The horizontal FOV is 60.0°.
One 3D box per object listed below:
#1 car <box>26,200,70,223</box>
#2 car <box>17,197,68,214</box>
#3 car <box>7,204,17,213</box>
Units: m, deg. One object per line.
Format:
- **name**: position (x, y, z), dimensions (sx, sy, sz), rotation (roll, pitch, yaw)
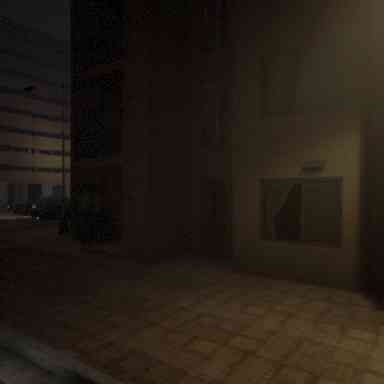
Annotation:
- **car**: position (-9.636, 1.544, 25.404), dimensions (1.895, 1.301, 4.718), rotation (0, 0, 37)
- **car**: position (-13.724, 1.279, 31.851), dimensions (2.097, 1.767, 4.553), rotation (0, 0, 35)
- **car**: position (-16.319, 1.518, 34.252), dimensions (1.895, 1.301, 4.718), rotation (0, 0, 35)
